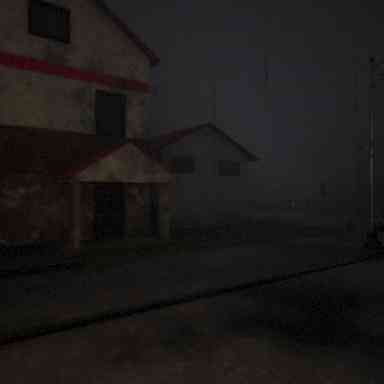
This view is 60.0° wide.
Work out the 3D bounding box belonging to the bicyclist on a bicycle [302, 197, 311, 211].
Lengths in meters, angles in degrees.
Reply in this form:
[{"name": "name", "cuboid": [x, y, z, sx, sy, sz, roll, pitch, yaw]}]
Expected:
[{"name": "bicyclist on a bicycle", "cuboid": [13.260, 1.424, 38.485, 1.656, 1.620, 0.582, 0, 0, -36]}]
